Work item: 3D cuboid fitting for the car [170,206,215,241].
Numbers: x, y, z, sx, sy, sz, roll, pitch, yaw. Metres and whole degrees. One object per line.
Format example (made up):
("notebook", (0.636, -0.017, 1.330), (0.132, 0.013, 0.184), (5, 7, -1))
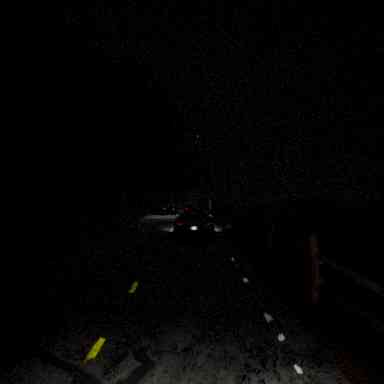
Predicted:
("car", (0.096, 1.625, 17.179), (1.994, 1.385, 4.181), (0, 0, 0))

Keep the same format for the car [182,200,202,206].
("car", (0.093, 1.783, 36.053), (1.895, 1.301, 4.718), (0, -1, 0))

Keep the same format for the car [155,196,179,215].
("car", (-2.856, 1.418, 37.366), (2.150, 2.045, 5.566), (0, -1, 0))

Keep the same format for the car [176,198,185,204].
("car", (-2.767, 2.125, 79.431), (2.033, 1.411, 5.357), (0, -1, 0))
